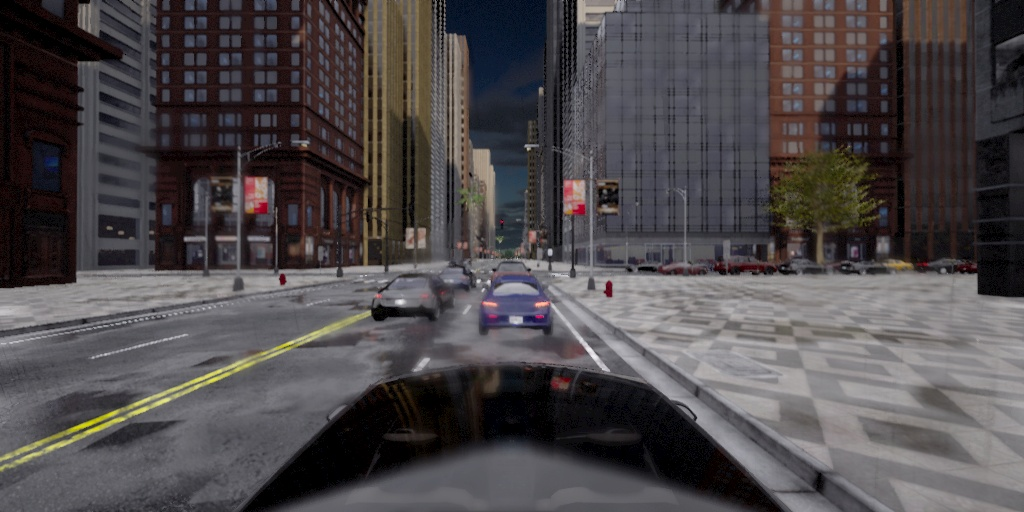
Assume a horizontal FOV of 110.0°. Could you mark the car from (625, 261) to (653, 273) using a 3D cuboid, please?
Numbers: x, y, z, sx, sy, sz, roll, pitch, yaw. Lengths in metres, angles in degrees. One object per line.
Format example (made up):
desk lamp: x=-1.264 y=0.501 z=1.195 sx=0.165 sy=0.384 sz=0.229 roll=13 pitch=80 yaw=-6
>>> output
car: x=15.160 y=1.216 z=40.769 sx=4.313 sy=1.339 sz=1.948 roll=0 pitch=0 yaw=-1

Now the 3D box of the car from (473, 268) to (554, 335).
car: x=0.099 y=1.241 z=10.217 sx=1.812 sy=1.442 sz=4.674 roll=0 pitch=0 yaw=0

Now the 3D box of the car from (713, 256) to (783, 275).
car: x=20.935 y=0.886 z=32.337 sx=5.009 sy=1.841 sz=2.192 roll=0 pitch=0 yaw=-1

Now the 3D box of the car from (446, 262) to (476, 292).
car: x=-3.163 y=1.258 z=20.596 sx=1.994 sy=1.385 sz=4.181 roll=0 pitch=0 yaw=0

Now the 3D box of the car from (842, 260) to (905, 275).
car: x=32.209 y=1.104 z=32.519 sx=4.313 sy=1.339 sz=1.948 roll=0 pitch=0 yaw=-1

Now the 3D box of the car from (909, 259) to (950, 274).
car: x=42.778 y=1.036 z=35.313 sx=4.892 sy=1.490 sz=1.837 roll=0 pitch=0 yaw=-1

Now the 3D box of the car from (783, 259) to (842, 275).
car: x=26.572 y=1.120 z=32.428 sx=4.313 sy=1.339 sz=1.948 roll=0 pitch=0 yaw=-1

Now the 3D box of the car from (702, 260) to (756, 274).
car: x=23.027 y=1.130 z=38.142 sx=4.674 sy=1.442 sz=1.812 roll=0 pitch=0 yaw=-1

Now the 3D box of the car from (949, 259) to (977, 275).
car: x=43.485 y=1.057 z=32.702 sx=4.507 sy=1.381 sz=1.888 roll=0 pitch=0 yaw=-1

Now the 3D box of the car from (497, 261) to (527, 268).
car: x=-0.012 y=1.047 z=19.201 sx=2.097 sy=1.767 sz=4.553 roll=0 pitch=0 yaw=0

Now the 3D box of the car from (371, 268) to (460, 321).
car: x=-3.158 y=1.274 z=12.208 sx=1.994 sy=1.385 sz=4.181 roll=0 pitch=0 yaw=0

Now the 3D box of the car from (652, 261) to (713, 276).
car: x=15.296 y=1.173 z=32.245 sx=4.207 sy=1.307 sz=1.802 roll=0 pitch=0 yaw=-1

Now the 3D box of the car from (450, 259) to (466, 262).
car: x=-9.849 y=1.307 z=62.685 sx=1.994 sy=1.385 sz=4.181 roll=0 pitch=0 yaw=0

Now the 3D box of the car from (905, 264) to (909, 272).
car: x=43.183 y=1.096 z=41.223 sx=4.829 sy=1.417 sz=1.751 roll=0 pitch=0 yaw=-1
